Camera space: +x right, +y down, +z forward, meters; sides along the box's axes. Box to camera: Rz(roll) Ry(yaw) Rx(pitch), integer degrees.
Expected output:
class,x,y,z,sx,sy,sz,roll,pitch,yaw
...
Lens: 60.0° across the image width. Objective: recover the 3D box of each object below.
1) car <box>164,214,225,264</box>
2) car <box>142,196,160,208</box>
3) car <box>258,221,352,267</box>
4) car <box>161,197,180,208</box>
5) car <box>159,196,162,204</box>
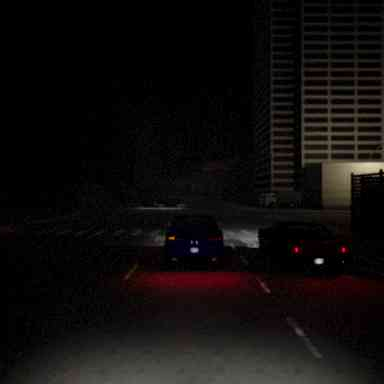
class,x,y,z,sx,sy,sz,roll,pitch,yaw
car,0.076,1.542,12.073,1.882,1.535,5.008,0,0,0
car,-7.030,1.843,55.629,2.033,1.411,5.357,0,0,0
car,3.580,1.663,11.556,1.895,1.301,4.718,0,0,0
car,-3.533,1.798,55.314,1.837,1.490,4.892,0,0,0
car,-6.968,1.725,70.909,2.097,1.767,4.553,0,0,0
